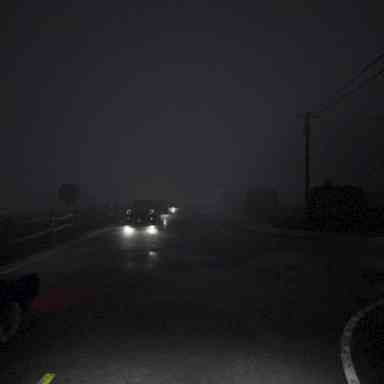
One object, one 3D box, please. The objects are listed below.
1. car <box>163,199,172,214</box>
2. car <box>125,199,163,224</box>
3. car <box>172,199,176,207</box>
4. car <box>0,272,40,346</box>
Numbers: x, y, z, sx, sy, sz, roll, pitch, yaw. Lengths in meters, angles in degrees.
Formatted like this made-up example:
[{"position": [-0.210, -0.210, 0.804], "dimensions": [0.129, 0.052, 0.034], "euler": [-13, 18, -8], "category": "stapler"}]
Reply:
[{"position": [-3.593, 1.529, 36.384], "dimensions": [1.882, 1.535, 5.008], "euler": [0, 0, 0], "category": "car"}, {"position": [-3.596, 1.388, 24.933], "dimensions": [2.097, 1.767, 4.553], "euler": [0, 0, 0], "category": "car"}, {"position": [-3.567, 1.674, 51.225], "dimensions": [1.895, 1.301, 4.718], "euler": [0, 0, 0], "category": "car"}, {"position": [-3.598, 1.607, 3.610], "dimensions": [1.895, 1.301, 4.718], "euler": [0, 0, 0], "category": "car"}]
